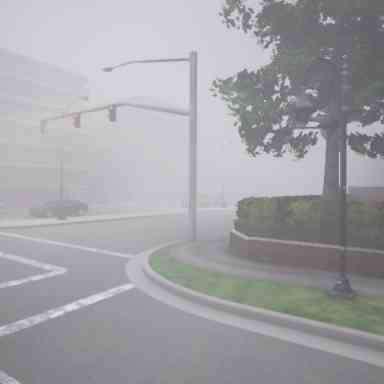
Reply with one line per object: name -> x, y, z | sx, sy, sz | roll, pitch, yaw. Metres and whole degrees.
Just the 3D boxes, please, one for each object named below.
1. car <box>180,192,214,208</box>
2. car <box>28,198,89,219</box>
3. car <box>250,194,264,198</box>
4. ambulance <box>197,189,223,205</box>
car -> 0.417, 1.166, 42.793 | 2.097, 1.767, 4.553 | 1, 0, 36
car -> -10.850, 1.312, 27.319 | 1.837, 1.490, 4.892 | 1, 2, 36
car -> 10.892, 1.178, 57.038 | 2.097, 1.767, 4.553 | 1, 0, 36
ambulance -> 2.335, 0.816, 51.218 | 2.351, 2.431, 6.366 | 1, 0, 36
